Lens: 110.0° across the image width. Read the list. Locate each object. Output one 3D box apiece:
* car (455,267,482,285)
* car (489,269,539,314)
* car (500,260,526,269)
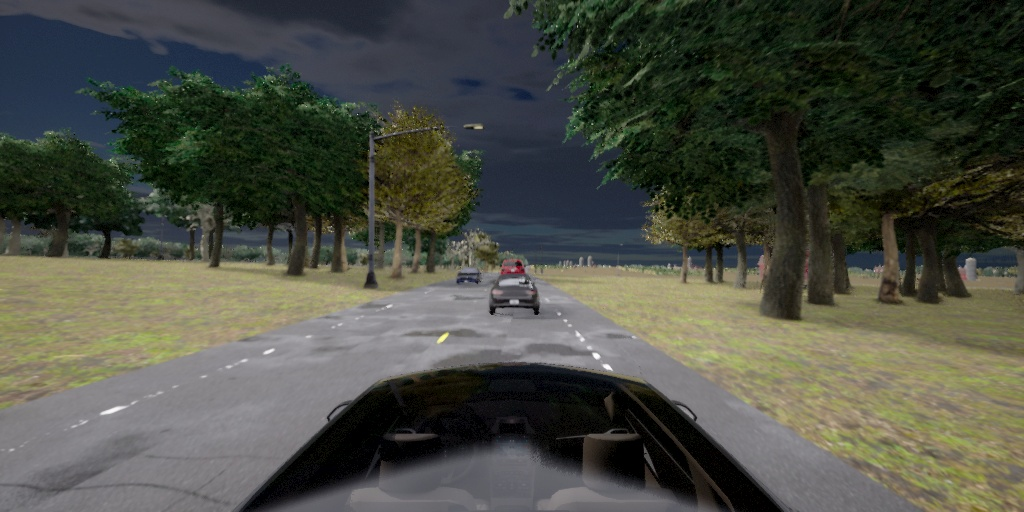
[{"bbox_3d":[-3.613,1.688,30.982,2.033,1.411,5.357,0,-1,0],"label":"car"},{"bbox_3d":[0.087,1.427,14.497,1.812,1.442,4.674,0,-1,0],"label":"car"},{"bbox_3d":[0.083,1.392,32.566,2.150,2.045,5.566,0,-1,0],"label":"car"}]
